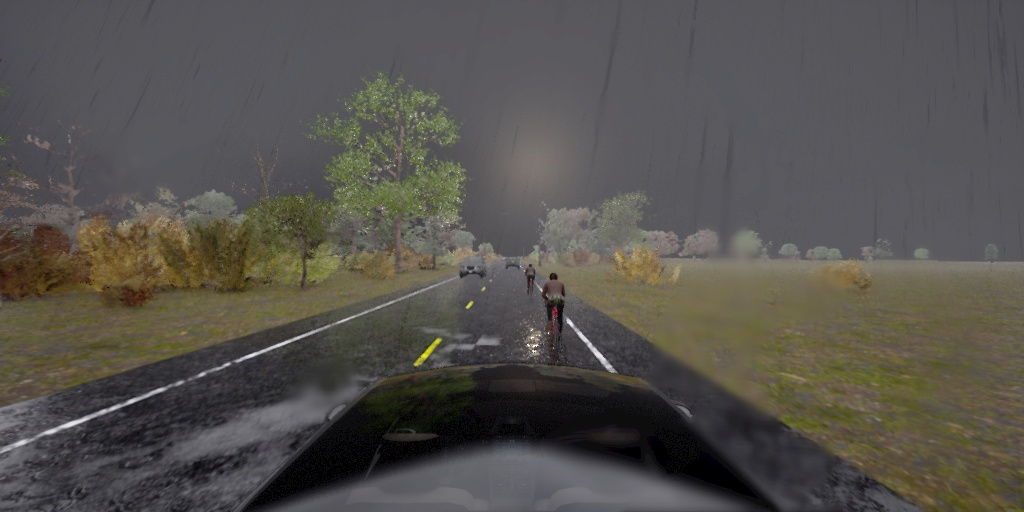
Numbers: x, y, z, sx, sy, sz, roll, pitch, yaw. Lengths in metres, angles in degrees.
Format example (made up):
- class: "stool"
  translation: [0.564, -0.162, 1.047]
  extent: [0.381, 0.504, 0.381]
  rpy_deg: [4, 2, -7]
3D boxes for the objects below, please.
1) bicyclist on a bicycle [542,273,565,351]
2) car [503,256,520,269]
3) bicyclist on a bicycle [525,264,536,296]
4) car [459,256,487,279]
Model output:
- class: "bicyclist on a bicycle"
  translation: [0.962, 1.215, 8.154]
  extent: [0.582, 1.620, 1.656]
  rpy_deg: [0, -1, 0]
- class: "car"
  translation: [0.100, 1.050, 57.575]
  extent: [2.150, 2.045, 5.566]
  rpy_deg: [0, 0, -1]
- class: "bicyclist on a bicycle"
  translation: [0.961, 1.232, 18.477]
  extent: [0.582, 1.620, 1.656]
  rpy_deg: [0, 0, 0]
- class: "car"
  translation: [-3.602, 1.023, 33.953]
  extent: [2.150, 2.045, 5.566]
  rpy_deg: [0, 0, 0]
